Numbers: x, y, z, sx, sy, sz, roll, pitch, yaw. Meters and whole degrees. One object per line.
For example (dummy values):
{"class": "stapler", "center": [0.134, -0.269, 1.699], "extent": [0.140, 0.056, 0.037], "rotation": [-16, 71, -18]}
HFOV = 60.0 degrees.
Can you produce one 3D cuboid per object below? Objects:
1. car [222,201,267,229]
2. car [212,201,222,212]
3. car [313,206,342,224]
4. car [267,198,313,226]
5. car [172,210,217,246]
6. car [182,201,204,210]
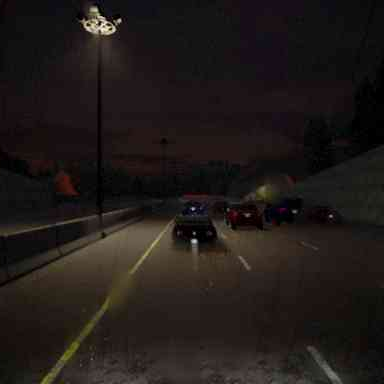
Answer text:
{"class": "car", "center": [3.597, 1.588, 23.706], "extent": [2.097, 1.767, 4.553], "rotation": [0, -1, 0]}
{"class": "car", "center": [3.595, 1.887, 41.235], "extent": [1.882, 1.535, 5.008], "rotation": [0, -1, 0]}
{"class": "car", "center": [10.596, 1.836, 27.381], "extent": [1.994, 1.385, 4.181], "rotation": [0, -1, 0]}
{"class": "car", "center": [7.096, 1.477, 25.627], "extent": [2.150, 2.045, 5.566], "rotation": [0, -1, 0]}
{"class": "car", "center": [0.098, 1.761, 16.034], "extent": [1.895, 1.301, 4.718], "rotation": [0, -1, 0]}
{"class": "car", "center": [0.096, 1.686, 33.598], "extent": [2.097, 1.767, 4.553], "rotation": [0, -1, 0]}
